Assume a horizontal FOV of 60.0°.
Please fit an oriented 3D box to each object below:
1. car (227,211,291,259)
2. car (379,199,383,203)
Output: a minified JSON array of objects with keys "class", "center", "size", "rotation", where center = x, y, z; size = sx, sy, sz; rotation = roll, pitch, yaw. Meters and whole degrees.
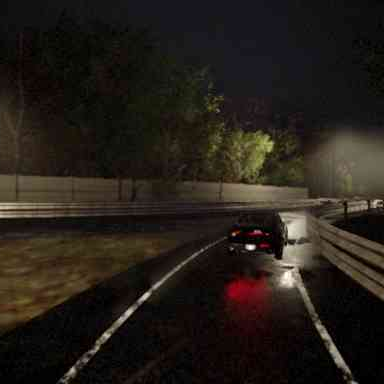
[{"class":"car","center":[2.614,1.479,12.732],"size":[1.837,1.490,4.892],"rotation":[0,0,19]},{"class":"car","center":[36.661,1.584,61.424],"size":[2.128,1.511,4.902],"rotation":[1,0,38]}]
